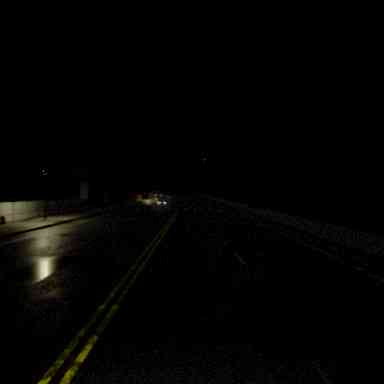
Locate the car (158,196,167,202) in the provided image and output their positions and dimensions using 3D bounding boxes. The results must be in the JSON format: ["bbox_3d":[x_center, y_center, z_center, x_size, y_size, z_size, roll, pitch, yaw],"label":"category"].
[{"bbox_3d":[-6.498,1.486,73.650,2.033,1.411,5.357,0,0,0],"label":"car"}]
